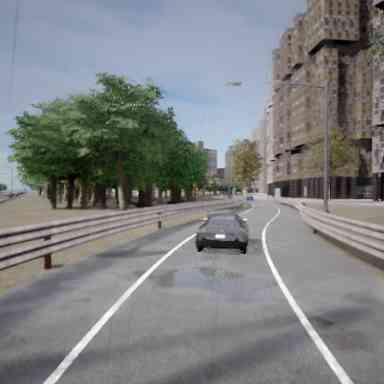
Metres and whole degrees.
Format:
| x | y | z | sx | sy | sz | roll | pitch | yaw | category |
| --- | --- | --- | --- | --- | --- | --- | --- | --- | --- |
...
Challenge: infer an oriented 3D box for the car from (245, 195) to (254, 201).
| x | y | z | sx | sy | sz | roll | pitch | yaw | category |
| --- | --- | --- | --- | --- | --- | --- | --- | --- | --- |
| 14.222 | 1.488 | 83.305 | 1.812 | 1.442 | 4.674 | 0 | 0 | -2 | car |

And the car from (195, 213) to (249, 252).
| x | y | z | sx | sy | sz | roll | pitch | yaw | category |
| --- | --- | --- | --- | --- | --- | --- | --- | --- | --- |
| 1.377 | 1.573 | 13.994 | 1.994 | 1.385 | 4.181 | 0 | 0 | 10 | car |
